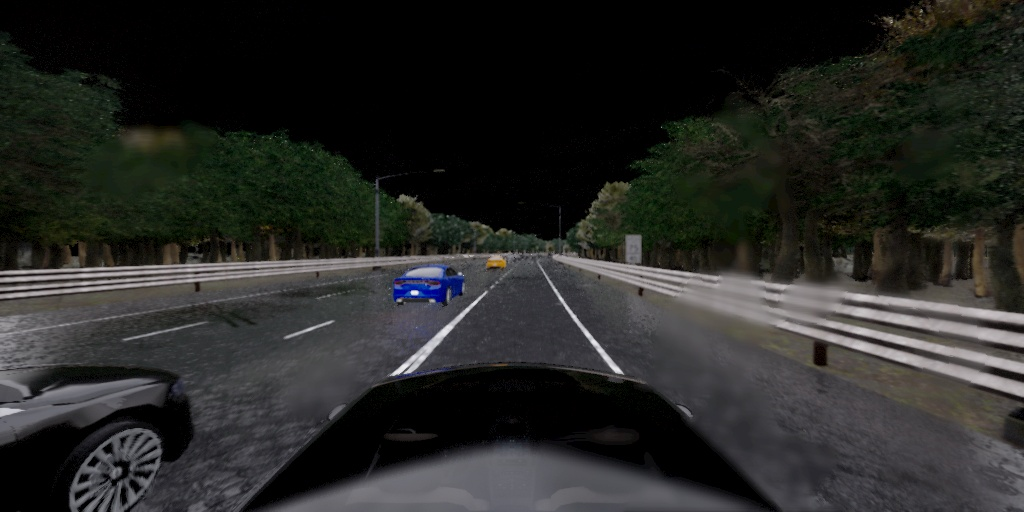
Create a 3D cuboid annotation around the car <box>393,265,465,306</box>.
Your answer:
[{"bbox_3d":[-3.200,1.090,14.731,1.882,1.535,5.008,0,0,3],"label":"car"}]

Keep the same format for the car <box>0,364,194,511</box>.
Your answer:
[{"bbox_3d":[-3.905,1.240,1.249,2.128,1.511,4.902,0,1,3],"label":"car"}]

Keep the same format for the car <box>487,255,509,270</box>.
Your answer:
[{"bbox_3d":[-1.771,0.763,42.104,1.882,1.535,5.008,0,1,3],"label":"car"}]
